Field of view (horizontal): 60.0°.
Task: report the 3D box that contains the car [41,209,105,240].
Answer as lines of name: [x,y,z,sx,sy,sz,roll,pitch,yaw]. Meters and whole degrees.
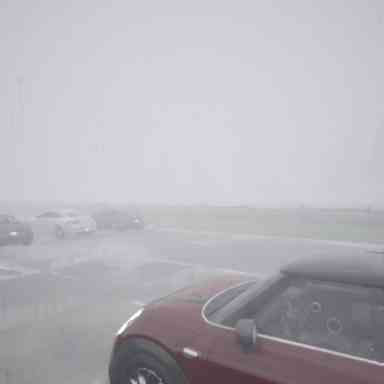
car: [-6.993,1.616,17.573,4.674,1.442,1.812,0,0,36]

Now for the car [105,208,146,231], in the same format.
car: [-4.825,1.654,20.326,4.181,1.385,1.994,0,0,35]

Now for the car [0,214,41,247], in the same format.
car: [-8.817,1.653,14.577,4.181,1.385,1.994,0,0,35]

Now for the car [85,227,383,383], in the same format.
car: [1.332,1.354,3.041,4.553,1.767,2.097,-1,0,36]
